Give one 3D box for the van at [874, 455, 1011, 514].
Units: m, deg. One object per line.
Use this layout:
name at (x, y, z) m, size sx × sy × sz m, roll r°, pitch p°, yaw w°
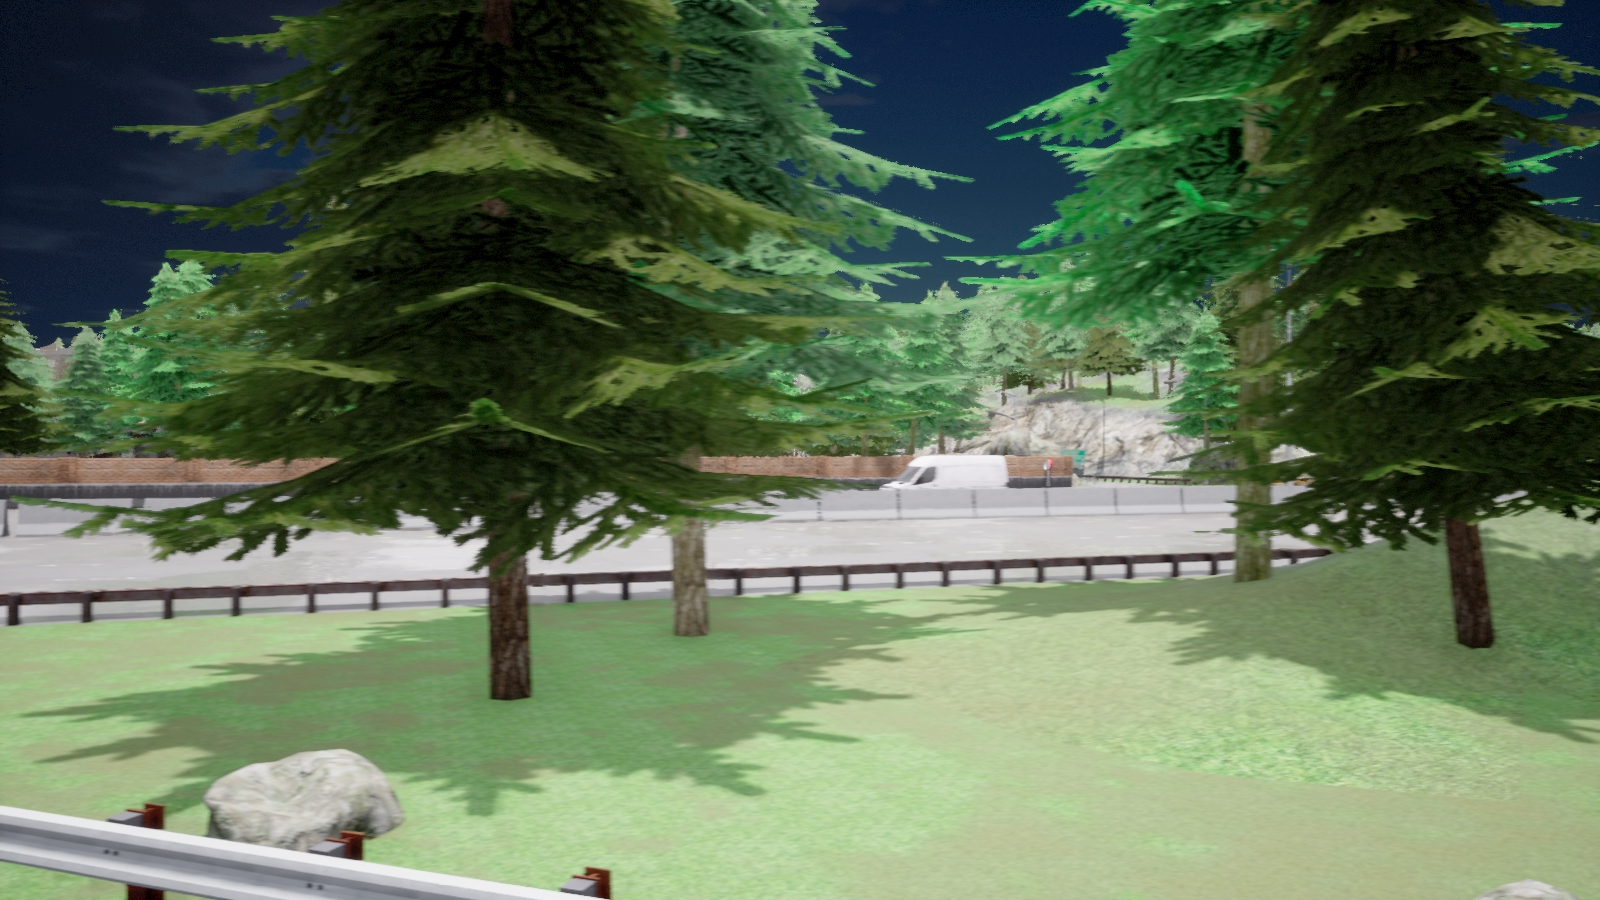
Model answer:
van at (6.480, 1.527, 52.064) m, size 5.915 × 2.561 × 1.988 m, roll 0°, pitch 0°, yaw -18°
